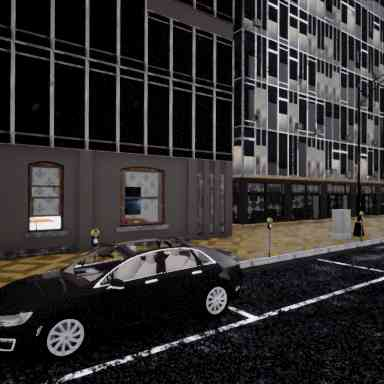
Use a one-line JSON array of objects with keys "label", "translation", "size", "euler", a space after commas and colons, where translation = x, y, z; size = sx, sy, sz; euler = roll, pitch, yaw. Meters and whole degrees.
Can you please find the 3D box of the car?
[{"label": "car", "translation": [-1.045, 1.551, 5.806], "size": [4.403, 1.369, 2.008], "euler": [0, 0, -35]}]
